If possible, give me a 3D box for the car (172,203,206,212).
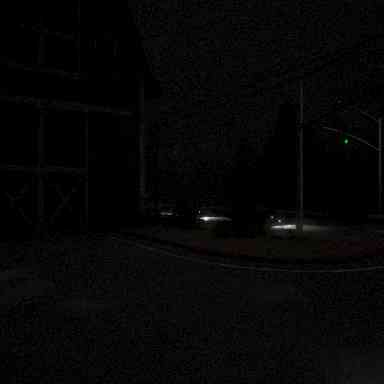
[{"bbox_3d":[-0.399,1.785,33.793,1.994,1.385,4.181,0,0,-34],"label":"car"}]

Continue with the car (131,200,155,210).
[{"bbox_3d":[-7.472,1.886,50.625,1.994,1.385,4.181,0,0,-34],"label":"car"}]

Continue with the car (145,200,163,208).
[{"bbox_3d":[-5.385,1.867,41.056,1.895,1.301,4.718,0,0,-34],"label":"car"}]

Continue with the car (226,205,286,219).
[{"bbox_3d":[4.823,1.721,26.183,2.033,1.411,5.357,0,0,-34],"label":"car"}]
